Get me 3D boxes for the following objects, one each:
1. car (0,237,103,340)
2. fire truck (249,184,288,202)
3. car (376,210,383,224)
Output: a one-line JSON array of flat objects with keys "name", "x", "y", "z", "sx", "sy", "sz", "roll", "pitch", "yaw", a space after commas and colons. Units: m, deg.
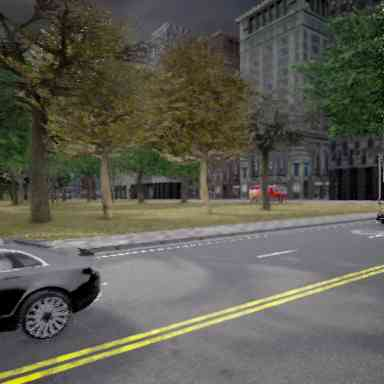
[{"name": "car", "x": -3.842, "y": 1.495, "z": 4.936, "sx": 4.902, "sy": 1.511, "sz": 2.128, "roll": -1, "pitch": 0, "yaw": -36}, {"name": "fire truck", "x": 16.176, "y": 0.337, "z": 70.838, "sx": 2.891, "sy": 3.827, "sz": 8.468, "roll": 0, "pitch": 0, "yaw": -35}, {"name": "car", "x": 14.226, "y": 1.335, "z": 21.824, "sx": 5.357, "sy": 1.411, "sz": 2.033, "roll": -1, "pitch": 0, "yaw": -35}]
